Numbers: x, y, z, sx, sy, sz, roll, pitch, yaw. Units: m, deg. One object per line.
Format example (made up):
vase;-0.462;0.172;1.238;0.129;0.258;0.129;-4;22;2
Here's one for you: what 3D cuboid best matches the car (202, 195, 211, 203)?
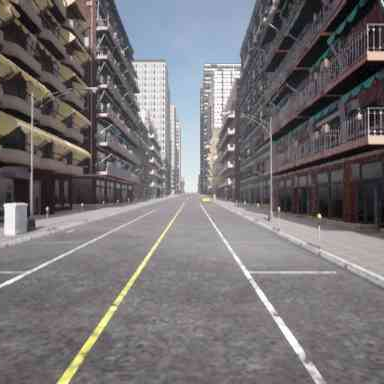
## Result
car;3.000;1.457;70.825;1.801;1.575;5.366;0;0;0
